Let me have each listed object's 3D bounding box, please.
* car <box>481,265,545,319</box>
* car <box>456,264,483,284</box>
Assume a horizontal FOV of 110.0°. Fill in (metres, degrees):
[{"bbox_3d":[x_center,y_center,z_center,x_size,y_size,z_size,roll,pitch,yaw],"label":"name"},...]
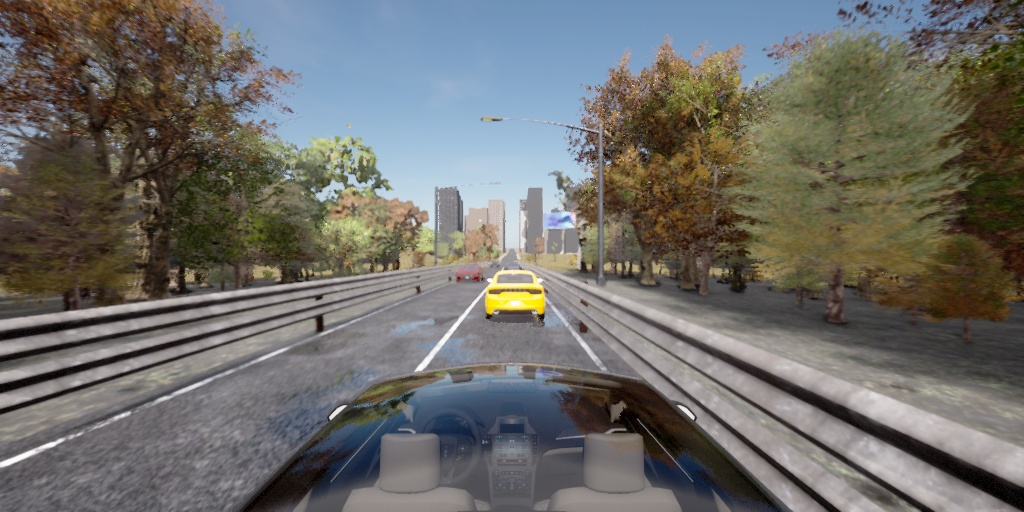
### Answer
[{"bbox_3d":[0.102,1.253,13.017,1.882,1.535,5.008,0,0,0],"label":"car"},{"bbox_3d":[-3.337,1.363,29.228,1.882,1.535,5.008,0,0,0],"label":"car"}]
